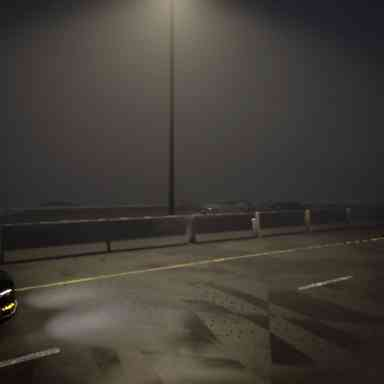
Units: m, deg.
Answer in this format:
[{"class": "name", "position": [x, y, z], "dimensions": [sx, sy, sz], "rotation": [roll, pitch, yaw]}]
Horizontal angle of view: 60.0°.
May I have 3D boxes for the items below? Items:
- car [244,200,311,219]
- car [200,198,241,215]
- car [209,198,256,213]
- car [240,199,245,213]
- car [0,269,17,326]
[{"class": "car", "position": [6.522, 1.401, 24.221], "dimensions": [4.892, 1.490, 1.837], "rotation": [0, 0, -28]}, {"class": "car", "position": [2.985, 1.396, 30.261], "dimensions": [4.674, 1.442, 1.812], "rotation": [0, 0, -29]}, {"class": "car", "position": [4.238, 1.376, 34.901], "dimensions": [4.674, 1.442, 1.812], "rotation": [0, 0, -27]}, {"class": "car", "position": [6.626, 1.443, 28.247], "dimensions": [4.181, 1.385, 1.994], "rotation": [0, 0, -27]}, {"class": "car", "position": [-5.058, 1.485, 4.378], "dimensions": [4.892, 1.490, 1.837], "rotation": [0, 0, -36]}]
